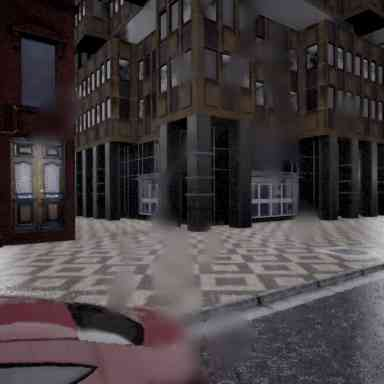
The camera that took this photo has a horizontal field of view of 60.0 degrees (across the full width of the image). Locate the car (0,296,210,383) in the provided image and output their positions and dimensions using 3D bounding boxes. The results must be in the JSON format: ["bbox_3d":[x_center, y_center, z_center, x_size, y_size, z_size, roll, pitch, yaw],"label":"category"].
[{"bbox_3d":[-2.001,1.526,1.947,4.674,1.442,1.812,0,0,-36],"label":"car"}]
